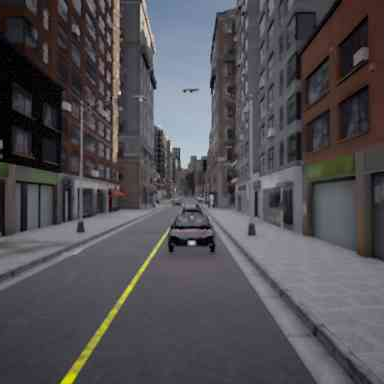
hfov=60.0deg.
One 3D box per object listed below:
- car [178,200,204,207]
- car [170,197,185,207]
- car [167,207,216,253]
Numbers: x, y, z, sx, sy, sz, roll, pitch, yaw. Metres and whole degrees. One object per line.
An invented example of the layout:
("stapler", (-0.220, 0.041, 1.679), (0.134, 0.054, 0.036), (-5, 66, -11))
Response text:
("car", (-0.003, 1.784, 29.299), (1.837, 1.490, 4.892), (0, 0, 0))
("car", (-3.022, 2.294, 67.643), (1.895, 1.301, 4.718), (0, -1, 0))
("car", (0.001, 1.626, 14.304), (2.128, 1.511, 4.902), (0, 0, 0))
